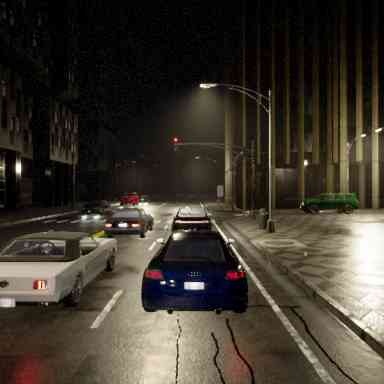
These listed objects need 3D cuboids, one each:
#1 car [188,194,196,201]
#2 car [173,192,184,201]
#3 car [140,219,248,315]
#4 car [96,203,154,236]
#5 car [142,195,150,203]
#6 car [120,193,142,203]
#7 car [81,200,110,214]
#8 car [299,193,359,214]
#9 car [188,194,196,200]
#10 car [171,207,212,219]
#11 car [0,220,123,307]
[{"bbox_3d":[-0.023,1.368,75.024,2.033,1.411,5.357,0,0,0],"label":"car"},{"bbox_3d":[-3.273,1.328,75.023,1.837,1.490,4.892,0,0,0],"label":"car"},{"bbox_3d":[0.084,1.564,7.673,1.994,1.385,4.181,0,0,1],"label":"car"},{"bbox_3d":[-3.157,1.539,17.484,2.033,1.411,5.357,0,0,0],"label":"car"},{"bbox_3d":[-9.775,1.352,67.985,2.128,1.511,4.902,0,0,0],"label":"car"},{"bbox_3d":[-9.856,1.135,52.800,2.150,2.045,5.566,0,0,0],"label":"car"},{"bbox_3d":[-9.860,1.511,34.578,2.033,1.411,5.357,0,0,0],"label":"car"},{"bbox_3d":[13.558,1.125,33.019,5.566,2.045,2.150,0,0,2],"label":"car"},{"bbox_3d":[-0.026,1.229,85.476,1.895,1.301,4.718,0,0,0],"label":"car"},{"bbox_3d":[-0.006,1.484,16.547,2.128,1.511,4.902,0,0,0],"label":"car"},{"bbox_3d":[-3.150,1.600,7.892,1.895,1.301,4.718,0,0,0],"label":"car"}]
